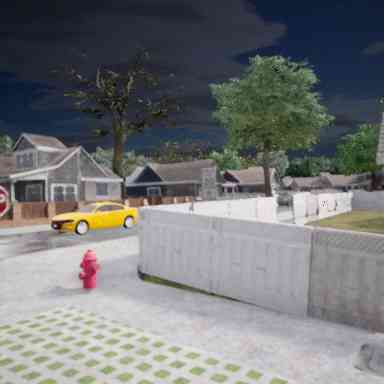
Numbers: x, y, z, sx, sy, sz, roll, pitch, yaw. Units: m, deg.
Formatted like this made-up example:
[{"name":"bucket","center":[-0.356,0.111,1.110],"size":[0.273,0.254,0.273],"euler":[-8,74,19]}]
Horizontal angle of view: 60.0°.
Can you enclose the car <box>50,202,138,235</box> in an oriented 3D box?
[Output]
[{"name":"car","center":[-5.121,1.332,18.039],"size":[1.882,1.535,5.008],"euler":[-2,-1,36]}]

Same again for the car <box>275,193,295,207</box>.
[{"name":"car","center":[11.342,0.873,40.437],"size":[2.097,1.767,4.553],"euler":[-2,-1,37]}]

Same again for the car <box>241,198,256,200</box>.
[{"name":"car","center":[5.512,1.236,32.525],"size":[1.895,1.301,4.718],"euler":[-2,-1,36]}]

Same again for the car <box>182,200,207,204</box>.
[{"name":"car","center":[0.193,1.307,25.276],"size":[1.994,1.385,4.181],"euler":[-2,-1,36]}]
